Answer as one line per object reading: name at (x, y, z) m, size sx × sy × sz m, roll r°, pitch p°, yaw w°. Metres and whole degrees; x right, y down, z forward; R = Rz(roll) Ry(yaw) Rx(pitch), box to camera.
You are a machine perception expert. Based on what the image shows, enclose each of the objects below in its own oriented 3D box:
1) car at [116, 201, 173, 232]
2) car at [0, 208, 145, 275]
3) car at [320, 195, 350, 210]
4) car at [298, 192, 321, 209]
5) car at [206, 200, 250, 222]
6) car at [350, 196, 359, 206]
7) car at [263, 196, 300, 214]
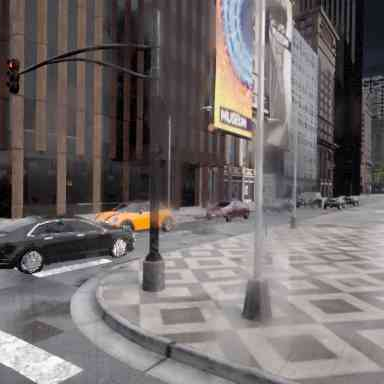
car at (-3.043, 1.257, 17.261) m, size 2.097 × 1.767 × 4.553 m, roll 1°, pitch 1°, yaw 36°
car at (-4.059, 1.486, 10.570) m, size 1.837 × 1.490 × 4.892 m, roll 3°, pitch 2°, yaw 41°
car at (17.665, 1.340, 41.033) m, size 1.837 × 1.490 × 4.892 m, roll 1°, pitch 1°, yaw 36°
car at (15.102, 1.003, 42.759) m, size 2.150 × 2.045 × 5.566 m, roll 1°, pitch 1°, yaw 35°
car at (2.897, 1.391, 25.616) m, size 1.812 × 1.442 × 4.674 m, roll 1°, pitch 1°, yaw 36°
car at (23.647, 1.295, 49.573) m, size 1.837 × 1.490 × 4.892 m, roll 1°, pitch 1°, yaw 35°
car at (8.906, 1.372, 34.100) m, size 2.033 × 1.411 × 5.357 m, roll 1°, pitch 1°, yaw 35°
